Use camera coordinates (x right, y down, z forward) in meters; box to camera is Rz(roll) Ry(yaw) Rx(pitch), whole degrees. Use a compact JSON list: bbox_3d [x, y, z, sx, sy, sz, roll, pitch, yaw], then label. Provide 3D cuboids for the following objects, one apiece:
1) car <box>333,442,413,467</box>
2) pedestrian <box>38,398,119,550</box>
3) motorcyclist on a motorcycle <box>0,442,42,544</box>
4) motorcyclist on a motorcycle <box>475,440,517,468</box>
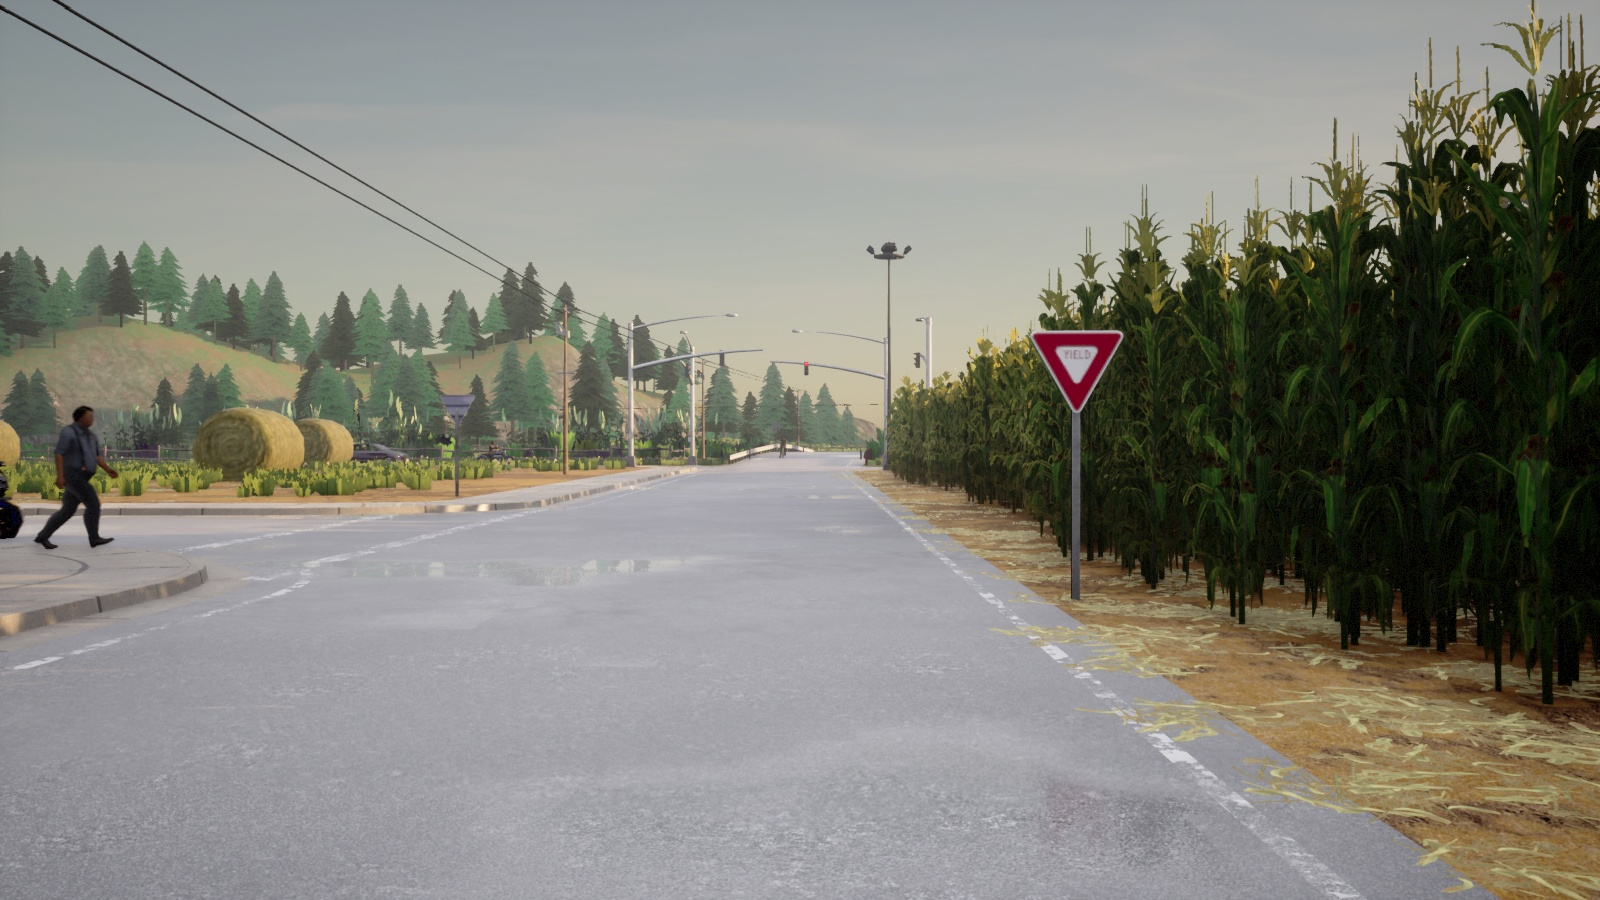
[{"bbox_3d":[-25.853,0.275,76.062,4.193,1.474,1.816,0,0,3],"label":"car"},{"bbox_3d":[-8.923,0.287,15.550,0.694,1.848,0.540,0,0,-4],"label":"pedestrian"},{"bbox_3d":[-12.981,0.636,19.242,2.191,1.530,0.866,0,0,-1],"label":"motorcyclist on a motorcycle"},{"bbox_3d":[-18.294,0.220,75.628,2.350,1.649,0.766,0,0,3],"label":"motorcyclist on a motorcycle"}]
